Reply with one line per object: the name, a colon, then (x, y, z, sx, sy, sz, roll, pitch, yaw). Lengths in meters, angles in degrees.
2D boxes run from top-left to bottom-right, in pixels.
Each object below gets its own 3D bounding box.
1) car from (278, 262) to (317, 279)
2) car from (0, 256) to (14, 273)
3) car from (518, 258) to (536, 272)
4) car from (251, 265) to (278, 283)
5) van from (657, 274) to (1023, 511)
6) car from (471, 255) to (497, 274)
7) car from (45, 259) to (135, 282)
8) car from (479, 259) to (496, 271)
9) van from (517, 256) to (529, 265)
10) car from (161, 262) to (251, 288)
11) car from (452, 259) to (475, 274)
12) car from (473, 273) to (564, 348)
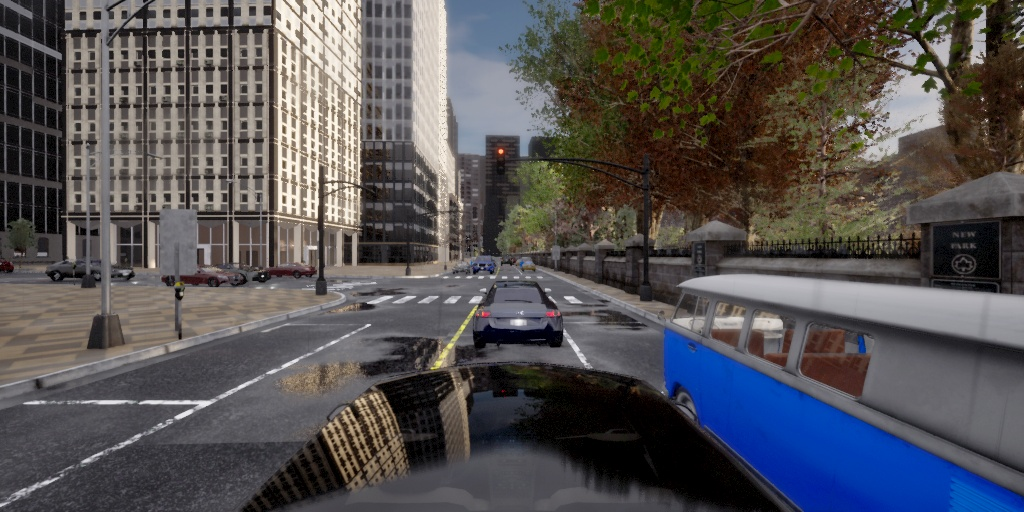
car: (-18.085, 1.127, 29.139, 4.207, 1.307, 1.802, 0, 0, 4)
car: (-45.534, 0.676, 30.569, 4.097, 1.591, 1.967, 0, 0, 1)
car: (2.131, 1.260, 46.392, 1.751, 1.417, 4.829, 0, 0, -1)
car: (-18.277, 1.123, 23.574, 4.181, 1.385, 1.994, 1, 0, 4)
van: (2.568, 1.091, 2.673, 1.690, 1.789, 3.998, 0, 0, 0)
car: (-3.168, 0.959, 40.739, 2.150, 2.045, 5.566, 0, 0, 0)
car: (-28.349, 0.936, 24.204, 4.902, 1.511, 2.128, 1, 0, 3)
car: (-3.375, 1.223, 50.689, 2.128, 1.511, 4.902, 0, 0, -1)
van: (2.008, 1.071, 51.765, 1.690, 1.789, 3.998, 0, 0, -1)
car: (-18.151, 1.149, 21.026, 4.207, 1.307, 1.802, 0, 0, 4)
car: (-5.631, 1.288, 40.341, 2.007, 1.370, 4.403, 0, 0, -1)
car: (0.101, 1.313, 9.254, 1.994, 1.385, 4.181, 0, 0, -1)
